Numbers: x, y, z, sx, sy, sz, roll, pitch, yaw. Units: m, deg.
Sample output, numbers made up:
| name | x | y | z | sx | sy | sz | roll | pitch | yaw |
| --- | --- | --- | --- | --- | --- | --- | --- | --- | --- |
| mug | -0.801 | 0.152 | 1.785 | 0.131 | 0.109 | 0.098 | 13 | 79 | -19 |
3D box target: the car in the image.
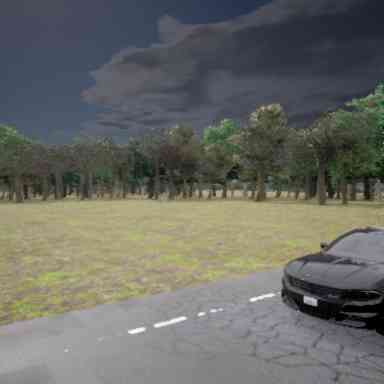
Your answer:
| name | x | y | z | sx | sy | sz | roll | pitch | yaw |
| --- | --- | --- | --- | --- | --- | --- | --- | --- | --- |
| car | 3.935 | 1.482 | 6.803 | 5.008 | 1.535 | 1.882 | 0 | 0 | -35 |
